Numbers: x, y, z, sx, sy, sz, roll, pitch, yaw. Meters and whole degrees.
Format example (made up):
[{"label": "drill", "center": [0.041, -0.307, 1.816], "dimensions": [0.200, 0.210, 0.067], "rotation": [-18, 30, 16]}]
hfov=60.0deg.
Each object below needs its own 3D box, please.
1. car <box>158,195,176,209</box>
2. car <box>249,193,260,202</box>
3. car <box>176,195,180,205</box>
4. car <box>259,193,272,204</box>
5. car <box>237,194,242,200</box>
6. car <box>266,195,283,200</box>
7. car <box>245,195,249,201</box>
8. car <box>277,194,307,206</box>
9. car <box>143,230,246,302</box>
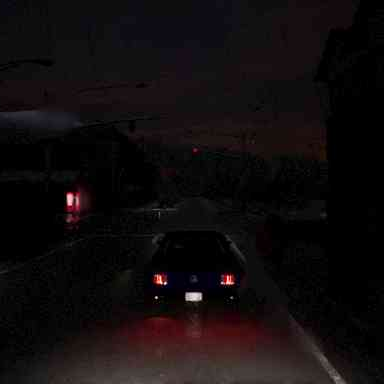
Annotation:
[{"label": "car", "center": [-3.596, 1.505, 46.505], "dimensions": [1.837, 1.490, 4.892], "rotation": [0, 0, 0]}, {"label": "car", "center": [14.160, 1.092, 67.411], "dimensions": [3.866, 1.878, 1.905], "rotation": [0, 0, 0]}, {"label": "car", "center": [-3.577, 1.506, 59.574], "dimensions": [1.837, 1.490, 4.892], "rotation": [0, 0, 0]}, {"label": "car", "center": [14.162, 1.169, 54.617], "dimensions": [5.027, 1.636, 2.152], "rotation": [0, 0, 0]}, {"label": "car", "center": [13.881, 1.389, 88.901], "dimensions": [3.633, 1.501, 1.845], "rotation": [0, 0, 0]}, {"label": "car", "center": [21.302, 1.399, 85.922], "dimensions": [3.806, 1.475, 1.970], "rotation": [0, 0, 0]}, {"label": "car", "center": [13.747, 1.113, 70.317], "dimensions": [4.605, 1.855, 1.932], "rotation": [0, 0, 0]}, {"label": "car", "center": [14.486, 1.248, 48.200], "dimensions": [3.806, 1.475, 1.970], "rotation": [0, 0, 0]}, {"label": "car", "center": [0.057, 1.601, 8.225], "dimensions": [1.895, 1.301, 4.718], "rotation": [0, 0, 1]}]
